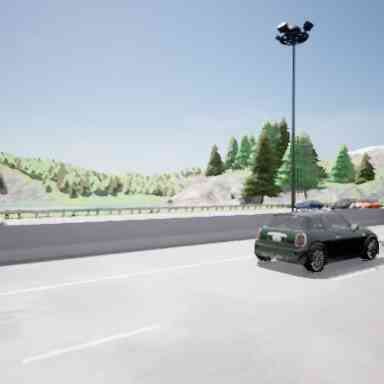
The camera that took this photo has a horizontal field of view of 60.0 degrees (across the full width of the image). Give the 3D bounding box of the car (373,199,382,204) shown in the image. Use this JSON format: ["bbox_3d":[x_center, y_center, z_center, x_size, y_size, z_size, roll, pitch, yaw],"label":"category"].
[{"bbox_3d":[23.081,1.721,37.626,4.902,1.511,2.128,0,0,-35],"label":"car"}]

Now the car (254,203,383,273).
[{"bbox_3d":[4.240,1.408,11.067,4.553,1.767,2.097,0,0,-35],"label":"car"}]

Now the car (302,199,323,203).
[{"bbox_3d":[16.275,1.752,45.656,4.674,1.442,1.812,0,0,-35],"label":"car"}]

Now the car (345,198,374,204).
[{"bbox_3d":[21.270,1.584,40.614,4.553,1.767,2.097,0,0,-35],"label":"car"}]

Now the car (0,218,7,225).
[{"bbox_3d":[-10.304,1.524,13.839,4.674,1.442,1.812,0,0,-35],"label":"car"}]

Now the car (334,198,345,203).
[{"bbox_3d":[20.629,1.593,44.443,4.553,1.767,2.097,0,0,-35],"label":"car"}]
